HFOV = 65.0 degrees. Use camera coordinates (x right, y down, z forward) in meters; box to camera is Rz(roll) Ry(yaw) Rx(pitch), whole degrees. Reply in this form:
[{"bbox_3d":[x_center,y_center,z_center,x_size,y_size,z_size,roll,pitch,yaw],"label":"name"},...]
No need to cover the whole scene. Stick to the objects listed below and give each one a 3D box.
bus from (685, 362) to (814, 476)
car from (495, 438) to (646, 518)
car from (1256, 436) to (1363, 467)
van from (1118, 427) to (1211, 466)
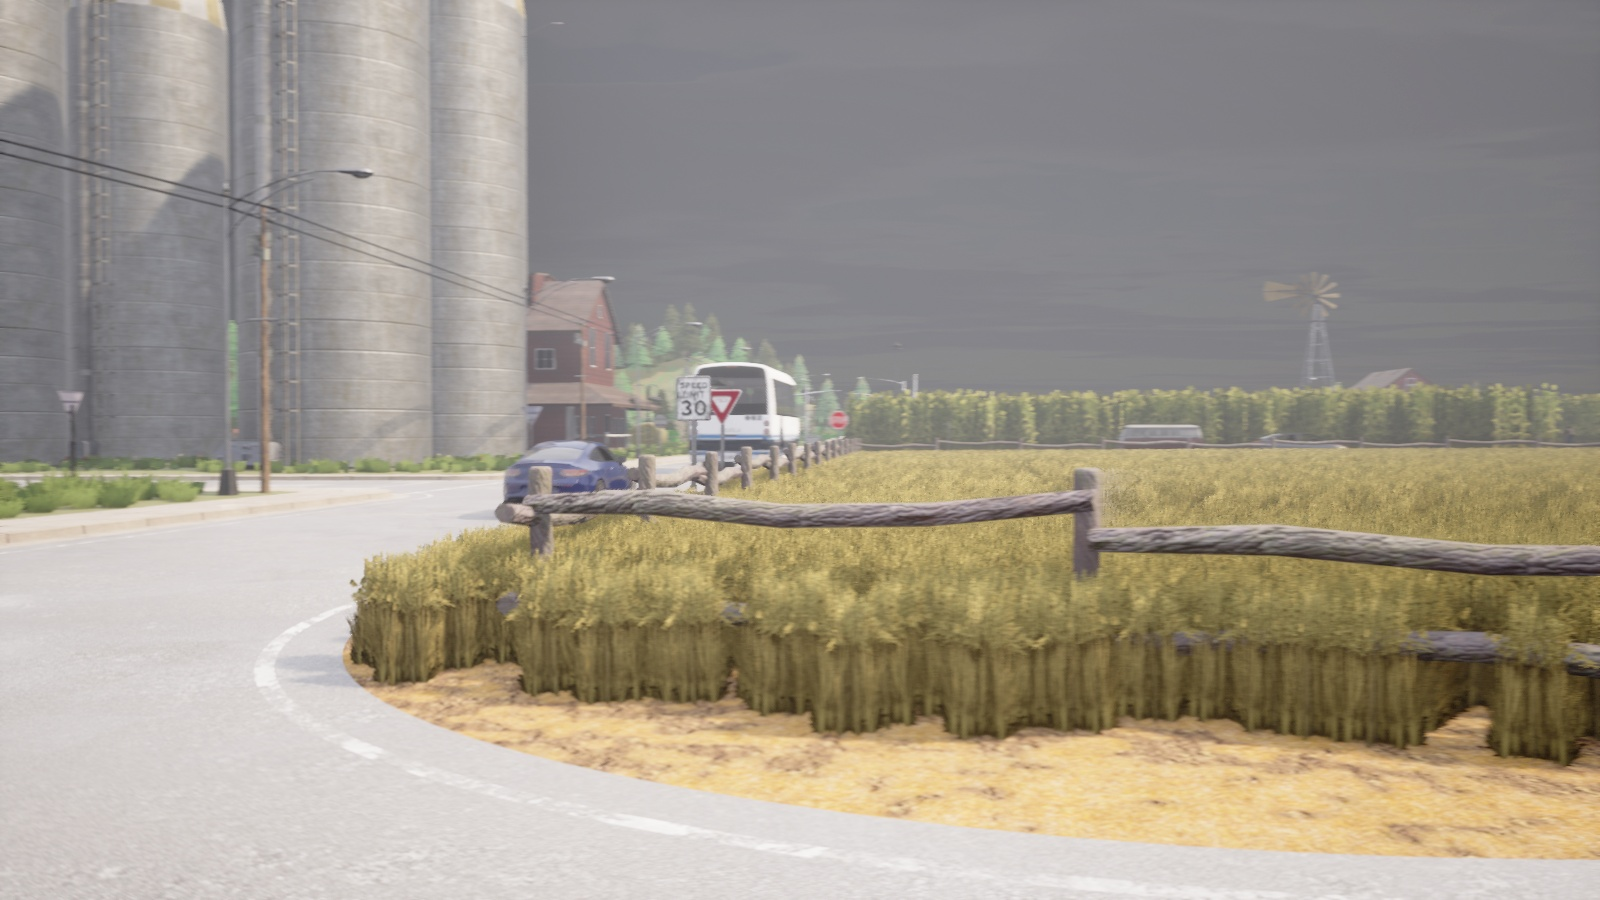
[{"bbox_3d":[-1.836,-1.237,52.251,3.944,4.253,10.273,0,1,6],"label":"bus"},{"bbox_3d":[-4.541,0.499,25.613,1.812,1.442,4.674,0,1,6],"label":"car"},{"bbox_3d":[25.219,0.060,62.314,4.514,1.525,2.007,0,1,6],"label":"car"},{"bbox_3d":[19.119,-0.194,66.061,4.442,1.987,1.775,0,1,6],"label":"van"}]
